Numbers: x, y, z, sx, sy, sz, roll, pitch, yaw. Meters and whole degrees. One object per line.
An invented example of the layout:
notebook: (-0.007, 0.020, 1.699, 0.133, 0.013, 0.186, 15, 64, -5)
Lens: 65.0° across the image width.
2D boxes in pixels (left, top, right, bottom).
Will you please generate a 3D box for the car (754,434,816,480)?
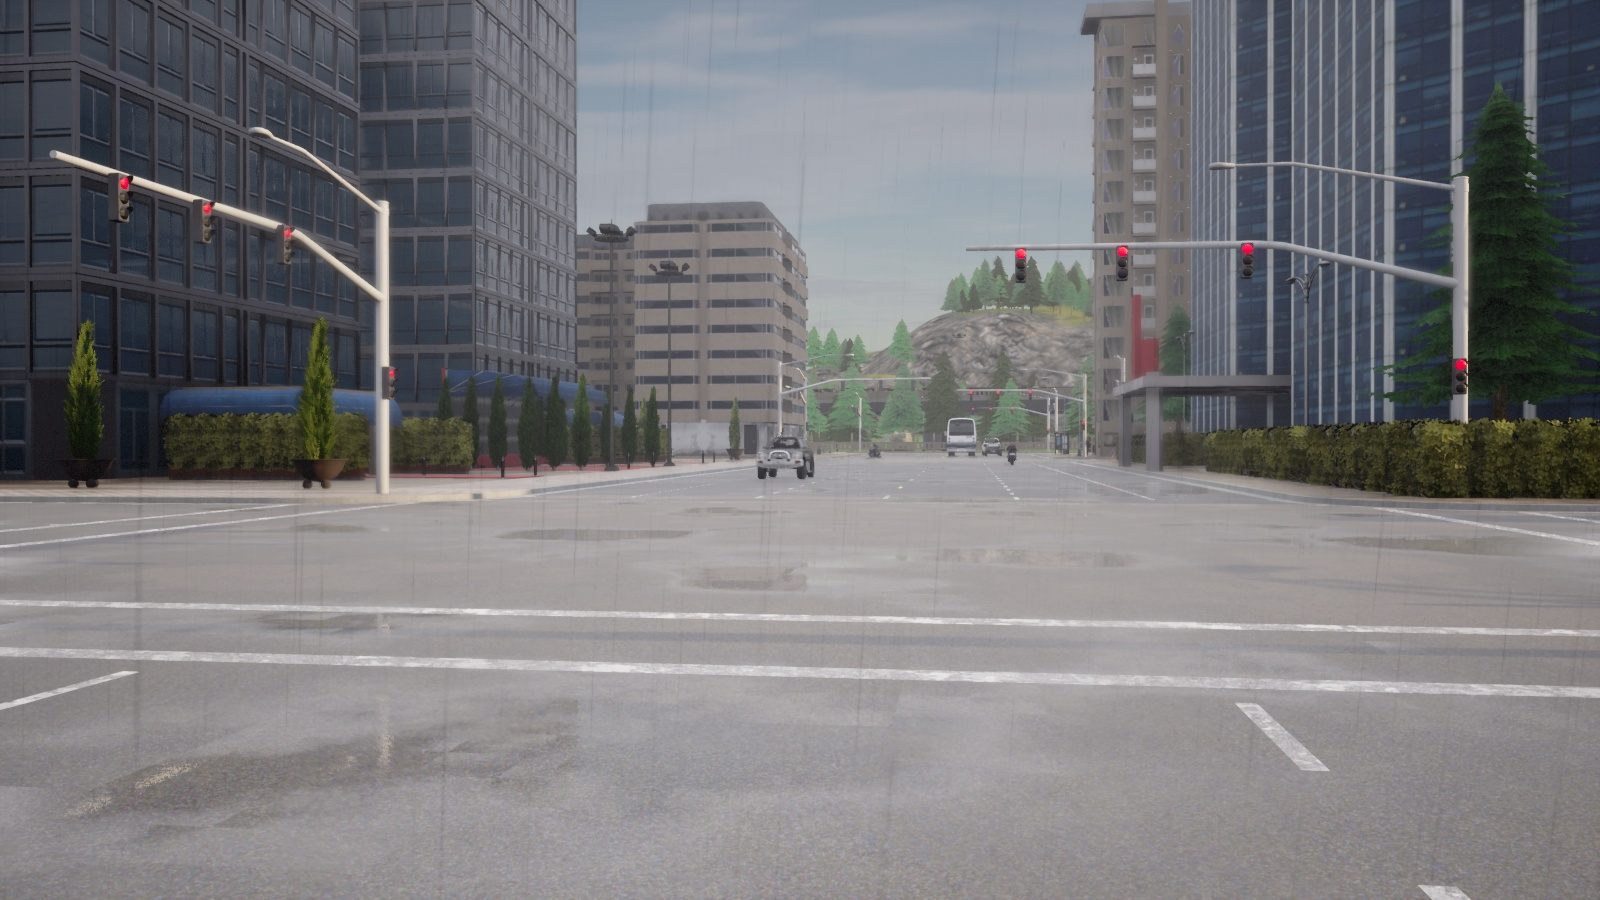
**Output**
car: (-0.574, 0.267, 52.300, 1.932, 1.855, 4.605, 0, 0, 7)
